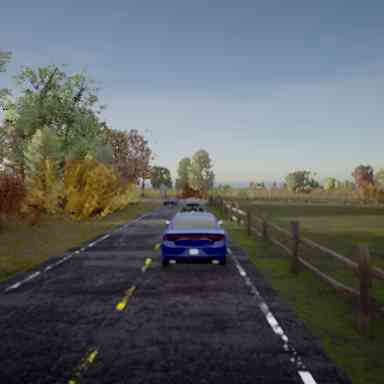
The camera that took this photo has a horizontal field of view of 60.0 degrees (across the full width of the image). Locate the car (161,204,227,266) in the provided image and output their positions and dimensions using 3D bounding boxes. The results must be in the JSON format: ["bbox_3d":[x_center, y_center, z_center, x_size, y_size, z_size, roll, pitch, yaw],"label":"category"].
[{"bbox_3d":[0.069,1.402,11.263,1.882,1.535,5.008,0,1,0],"label":"car"}]

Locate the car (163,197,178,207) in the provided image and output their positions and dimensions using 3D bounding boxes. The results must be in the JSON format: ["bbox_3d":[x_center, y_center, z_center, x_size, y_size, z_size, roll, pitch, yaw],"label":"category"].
[{"bbox_3d":[-2.844,1.299,44.843,1.895,1.301,4.718,0,0,0],"label":"car"}]

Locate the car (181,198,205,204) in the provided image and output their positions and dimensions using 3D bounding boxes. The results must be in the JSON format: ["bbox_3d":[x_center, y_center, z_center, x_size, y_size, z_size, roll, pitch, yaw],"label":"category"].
[{"bbox_3d":[0.077,1.305,29.709,1.837,1.490,4.892,0,0,0],"label":"car"}]
